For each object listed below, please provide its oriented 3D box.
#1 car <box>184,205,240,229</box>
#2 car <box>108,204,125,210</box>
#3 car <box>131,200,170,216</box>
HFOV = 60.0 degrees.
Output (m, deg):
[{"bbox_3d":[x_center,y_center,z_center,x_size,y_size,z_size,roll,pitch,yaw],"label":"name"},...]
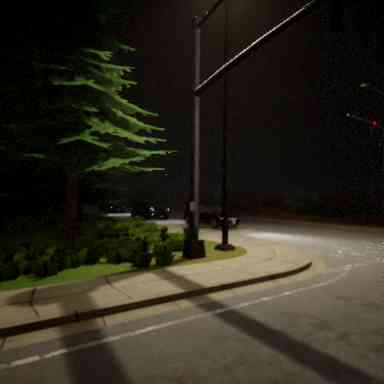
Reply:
[{"bbox_3d":[1.275,1.654,23.071,2.128,1.511,4.902,1,0,-34],"label":"car"},{"bbox_3d":[-9.397,1.693,38.646,1.812,1.442,4.674,1,0,-34],"label":"car"},{"bbox_3d":[-3.859,1.517,30.560,2.097,1.767,4.553,1,0,-34],"label":"car"}]
